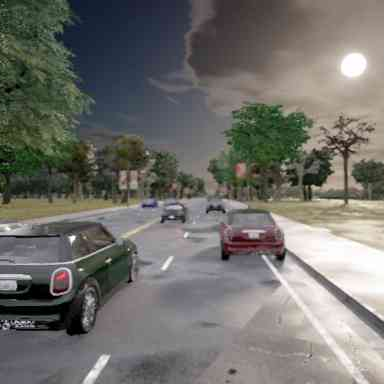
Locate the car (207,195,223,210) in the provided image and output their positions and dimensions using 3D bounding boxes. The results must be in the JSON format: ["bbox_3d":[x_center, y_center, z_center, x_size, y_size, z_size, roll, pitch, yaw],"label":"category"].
[{"bbox_3d":[3.266,1.428,48.053,2.150,2.045,5.566,0,0,4],"label":"car"}]

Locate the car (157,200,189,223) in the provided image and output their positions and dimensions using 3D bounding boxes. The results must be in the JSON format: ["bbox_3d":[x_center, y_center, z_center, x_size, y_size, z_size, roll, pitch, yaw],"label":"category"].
[{"bbox_3d":[-1.298,1.644,26.286,1.812,1.442,4.674,0,0,4],"label":"car"}]

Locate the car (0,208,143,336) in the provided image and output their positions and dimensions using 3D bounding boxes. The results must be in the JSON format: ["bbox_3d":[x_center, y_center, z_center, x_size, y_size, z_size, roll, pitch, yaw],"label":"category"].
[{"bbox_3d":[-2.573,1.401,7.005,2.097,1.767,4.553,0,0,4],"label":"car"}]

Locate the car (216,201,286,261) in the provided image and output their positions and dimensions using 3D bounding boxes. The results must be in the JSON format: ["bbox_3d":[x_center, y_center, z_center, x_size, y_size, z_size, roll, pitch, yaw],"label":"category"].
[{"bbox_3d":[2.088,1.389,12.592,2.097,1.767,4.553,0,0,4],"label":"car"}]

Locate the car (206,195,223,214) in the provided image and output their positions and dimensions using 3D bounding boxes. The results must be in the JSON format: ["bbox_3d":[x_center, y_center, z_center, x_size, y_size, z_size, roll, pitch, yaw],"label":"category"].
[{"bbox_3d":[2.666,1.500,37.869,2.097,1.767,4.553,0,0,4],"label":"car"}]

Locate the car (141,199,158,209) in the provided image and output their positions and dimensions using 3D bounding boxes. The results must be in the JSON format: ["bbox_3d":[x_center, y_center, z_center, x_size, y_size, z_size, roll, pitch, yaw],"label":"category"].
[{"bbox_3d":[-6.419,1.771,50.723,1.882,1.535,5.008,0,0,4],"label":"car"}]
